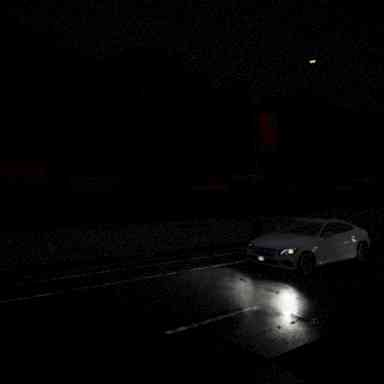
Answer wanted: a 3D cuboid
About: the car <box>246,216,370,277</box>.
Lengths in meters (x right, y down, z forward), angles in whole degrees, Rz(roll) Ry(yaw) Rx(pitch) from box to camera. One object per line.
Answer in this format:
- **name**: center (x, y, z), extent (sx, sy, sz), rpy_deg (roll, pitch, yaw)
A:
- **car**: center (3.767, 1.518, 10.386), extent (4.674, 1.442, 1.812), rpy_deg (0, 0, -36)
